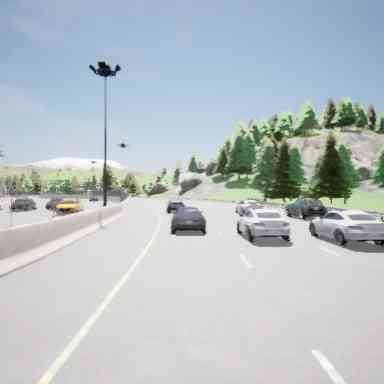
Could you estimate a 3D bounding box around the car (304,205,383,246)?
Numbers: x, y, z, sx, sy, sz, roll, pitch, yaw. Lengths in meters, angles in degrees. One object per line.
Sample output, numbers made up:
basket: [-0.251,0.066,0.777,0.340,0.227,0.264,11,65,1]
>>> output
car: [6.948,1.527,15.078,1.812,1.442,4.674,0,0,-2]

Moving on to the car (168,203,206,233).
car: [-0.257,1.565,19.592,1.994,1.385,4.181,0,0,-3]

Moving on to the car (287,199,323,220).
car: [9.620,1.354,28.433,2.097,1.767,4.553,0,0,-5]

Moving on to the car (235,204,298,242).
car: [3.399,1.527,16.362,1.812,1.442,4.674,0,0,-2]

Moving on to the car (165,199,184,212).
car: [-1.889,1.493,36.886,2.128,1.511,4.902,0,0,-8]

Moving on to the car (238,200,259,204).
car: [5.633,1.528,33.141,1.812,1.442,4.674,0,0,-7]
